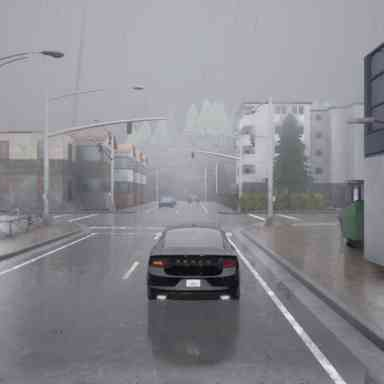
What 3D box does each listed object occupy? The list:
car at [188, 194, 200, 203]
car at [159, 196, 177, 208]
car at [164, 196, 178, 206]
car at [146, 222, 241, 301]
[{"bbox_3d":[0.477,1.377,69.699,2.097,1.767,4.553,0,0,7],"label":"car"},{"bbox_3d":[-3.605,1.494,47.393,1.882,1.535,5.008,0,0,0],"label":"car"},{"bbox_3d":[-3.586,1.512,57.744,2.128,1.511,4.902,0,0,0],"label":"car"},{"bbox_3d":[0.048,1.481,8.425,1.882,1.535,5.008,0,0,1],"label":"car"}]
